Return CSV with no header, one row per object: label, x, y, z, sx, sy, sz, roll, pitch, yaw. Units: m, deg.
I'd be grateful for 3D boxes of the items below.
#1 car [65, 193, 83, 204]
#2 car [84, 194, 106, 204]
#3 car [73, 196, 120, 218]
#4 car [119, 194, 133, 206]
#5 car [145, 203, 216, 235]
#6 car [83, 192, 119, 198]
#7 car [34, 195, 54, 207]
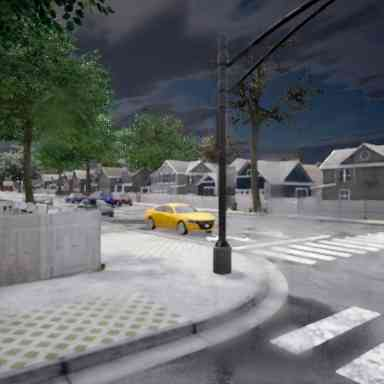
car,-18.812,0.925,53.588,2.097,1.767,4.553,0,1,-37
car,-16.223,1.096,55.551,1.837,1.490,4.892,0,1,-37
car,-8.235,1.375,28.277,1.837,1.490,4.892,0,0,-37
car,-10.364,1.080,47.747,2.097,1.767,4.553,0,1,-38
car,-0.746,1.375,18.192,1.882,1.535,5.008,0,0,-37
car,-12.397,0.945,45.032,2.150,2.045,5.566,0,1,-36
car,-19.605,1.133,43.705,2.128,1.511,4.902,0,0,-36
